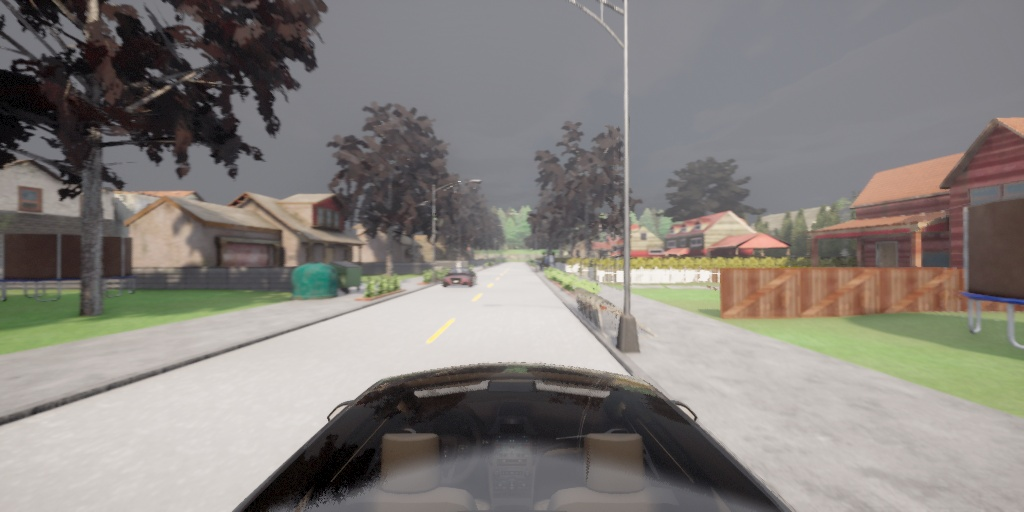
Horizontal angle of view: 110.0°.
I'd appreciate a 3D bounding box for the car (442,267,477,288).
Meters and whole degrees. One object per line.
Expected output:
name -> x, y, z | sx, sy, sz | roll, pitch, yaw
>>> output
car -> -3.626, 1.499, 25.507 | 1.994, 1.385, 4.181 | 0, 0, 1
